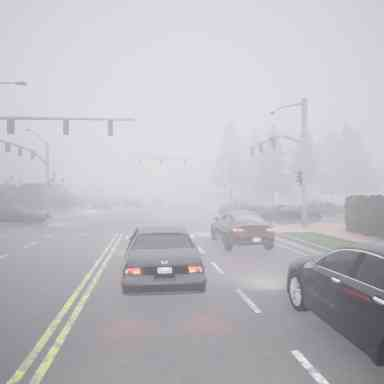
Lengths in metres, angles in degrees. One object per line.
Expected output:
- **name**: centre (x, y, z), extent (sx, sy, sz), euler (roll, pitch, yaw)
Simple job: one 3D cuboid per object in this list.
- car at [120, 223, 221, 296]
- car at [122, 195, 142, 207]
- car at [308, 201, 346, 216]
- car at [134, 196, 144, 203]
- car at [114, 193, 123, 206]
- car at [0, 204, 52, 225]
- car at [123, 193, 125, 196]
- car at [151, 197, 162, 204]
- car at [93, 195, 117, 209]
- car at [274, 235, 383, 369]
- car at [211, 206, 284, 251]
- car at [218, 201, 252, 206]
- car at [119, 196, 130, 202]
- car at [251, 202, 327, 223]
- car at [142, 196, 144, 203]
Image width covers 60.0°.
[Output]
- **car**: centre (-0.830, 1.547, 8.858), extent (2.033, 1.411, 5.357), euler (0, 0, -7)
- **car**: centre (-8.994, 1.525, 50.262), extent (1.812, 1.442, 4.674), euler (0, 0, -6)
- **car**: centre (12.086, 1.547, 32.464), extent (5.357, 1.411, 2.033), euler (0, 0, -5)
- **car**: centre (-10.995, 1.524, 69.584), extent (1.812, 1.442, 4.674), euler (0, 0, -6)
- **car**: centre (-12.917, 1.351, 54.031), extent (2.097, 1.767, 4.553), euler (0, 0, -6)
- **car**: centre (-12.740, 1.547, 23.174), extent (5.357, 1.411, 2.033), euler (0, 0, -5)
- **car**: centre (-13.911, 1.221, 63.625), extent (2.150, 2.045, 5.566), euler (0, 0, -6)
- **car**: centre (-6.569, 1.563, 62.155), extent (1.994, 1.385, 4.181), euler (0, 0, -6)
- **car**: centre (-12.014, 1.491, 44.872), extent (2.128, 1.511, 4.902), euler (0, 0, -4)
- **car**: centre (2.985, 1.505, 4.923), extent (1.837, 1.490, 4.892), euler (0, 0, -5)
- **car**: centre (2.016, 1.526, 14.118), extent (1.812, 1.442, 4.674), euler (0, 0, -7)
- **car**: centre (4.567, 1.491, 28.125), extent (4.902, 1.511, 2.128), euler (0, 0, -5)
- **car**: centre (-15.007, 1.539, 74.110), extent (2.033, 1.411, 5.357), euler (0, 0, -6)
- **car**: centre (7.196, 1.600, 24.832), extent (4.718, 1.301, 1.895), euler (0, 0, -5)
- **car**: centre (-9.966, 1.477, 59.437), extent (1.882, 1.535, 5.008), euler (0, 0, -6)
